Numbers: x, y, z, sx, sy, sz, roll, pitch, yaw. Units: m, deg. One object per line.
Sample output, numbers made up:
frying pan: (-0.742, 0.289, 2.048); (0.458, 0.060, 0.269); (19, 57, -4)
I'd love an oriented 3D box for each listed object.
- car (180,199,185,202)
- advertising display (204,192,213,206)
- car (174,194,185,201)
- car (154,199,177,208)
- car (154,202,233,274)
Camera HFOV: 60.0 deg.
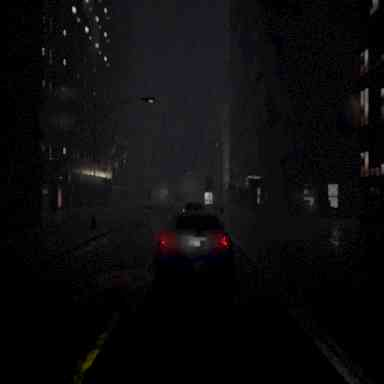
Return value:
car: (0.093, 1.644, 30.023); (2.033, 1.411, 5.357); (0, 0, 0)
advertising display: (3.009, 1.243, 60.200); (1.540, 2.440, 0.280); (0, 0, 0)
car: (-2.753, 1.465, 75.683); (2.150, 2.045, 5.566); (0, 0, 0)
car: (-2.851, 1.713, 34.458); (1.895, 1.301, 4.718); (0, 0, 0)
car: (0.081, 1.383, 10.833); (2.097, 1.767, 4.553); (0, 0, 0)
